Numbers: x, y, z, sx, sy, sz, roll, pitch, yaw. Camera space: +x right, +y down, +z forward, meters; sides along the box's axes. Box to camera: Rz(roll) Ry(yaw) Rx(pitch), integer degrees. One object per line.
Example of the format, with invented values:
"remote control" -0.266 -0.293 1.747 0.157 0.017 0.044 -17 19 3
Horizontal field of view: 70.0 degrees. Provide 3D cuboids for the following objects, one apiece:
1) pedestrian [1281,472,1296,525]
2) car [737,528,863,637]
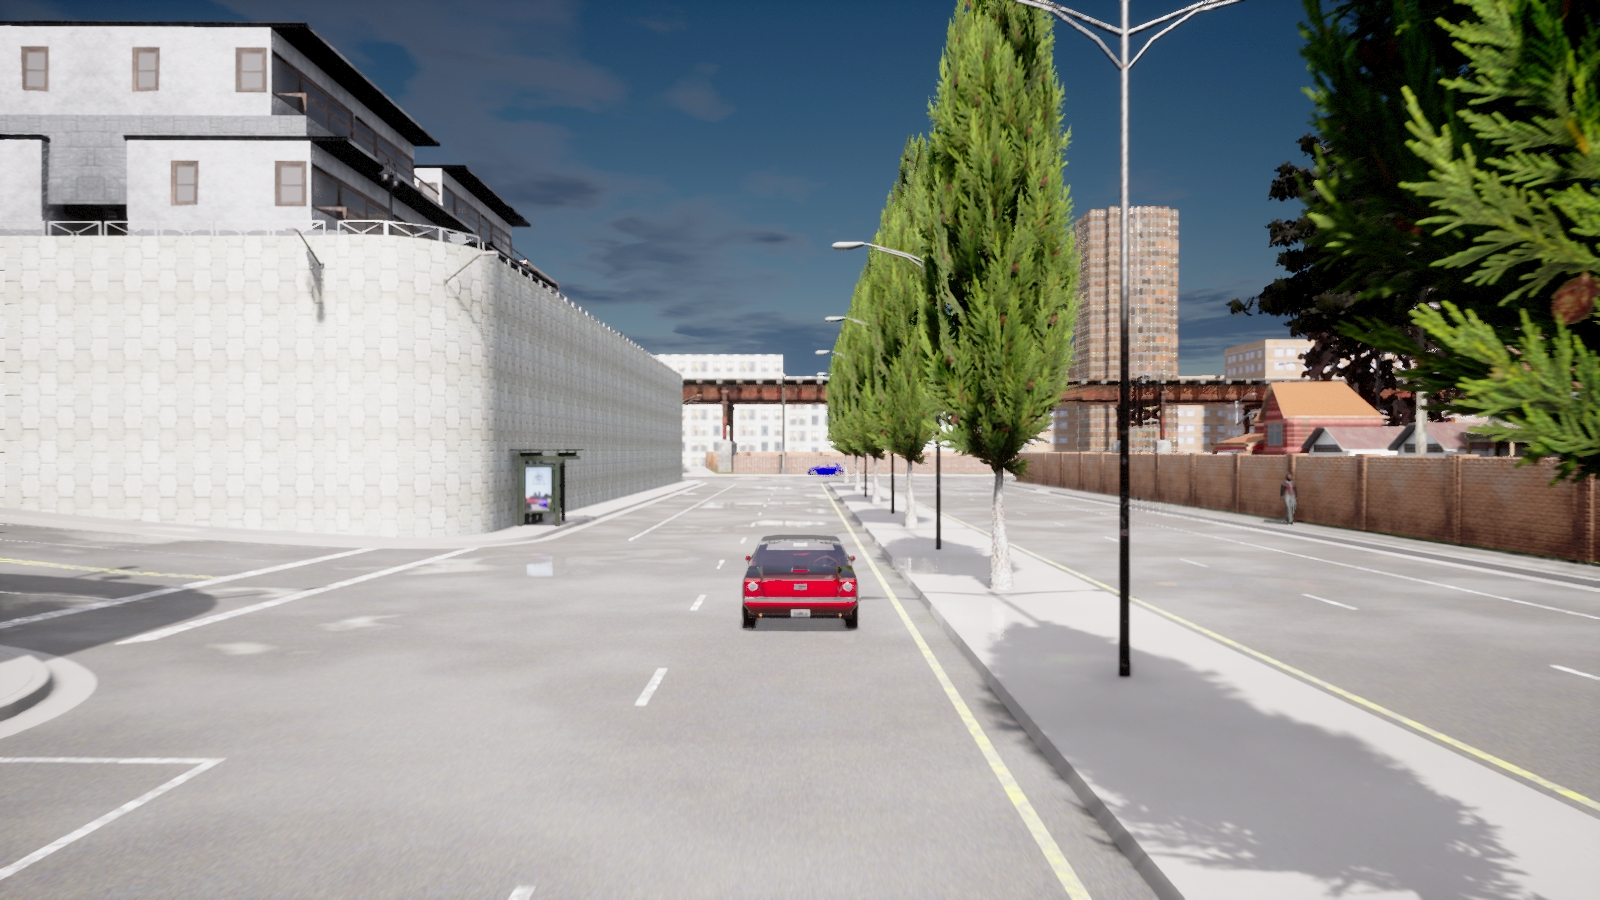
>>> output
"pedestrian" 17.180 1.698 40.200 0.375 1.860 0.375 0 0 1
"car" 0.003 2.150 19.524 1.895 1.301 4.718 0 0 0
